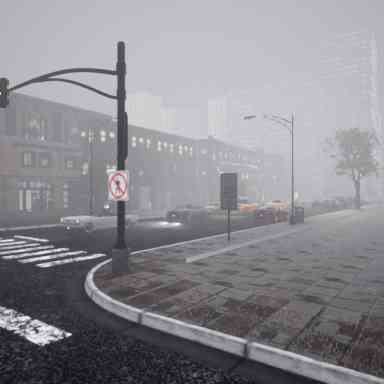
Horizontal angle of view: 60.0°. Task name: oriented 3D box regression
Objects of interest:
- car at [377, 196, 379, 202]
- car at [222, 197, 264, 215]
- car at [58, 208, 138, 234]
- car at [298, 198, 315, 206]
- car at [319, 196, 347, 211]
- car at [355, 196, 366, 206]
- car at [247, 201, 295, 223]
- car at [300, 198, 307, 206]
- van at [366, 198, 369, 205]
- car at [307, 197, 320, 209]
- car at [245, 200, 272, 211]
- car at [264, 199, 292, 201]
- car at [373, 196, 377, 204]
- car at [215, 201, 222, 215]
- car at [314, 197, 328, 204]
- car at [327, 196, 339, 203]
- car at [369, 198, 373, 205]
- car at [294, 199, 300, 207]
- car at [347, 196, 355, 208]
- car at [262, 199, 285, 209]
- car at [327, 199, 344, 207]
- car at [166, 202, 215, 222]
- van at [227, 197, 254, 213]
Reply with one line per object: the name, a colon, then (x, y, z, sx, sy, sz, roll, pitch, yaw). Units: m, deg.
car: (41.431, 2.037, 76.801, 1.802, 1.307, 4.206, 0, -1, 35)
car: (5.539, 1.507, 35.783, 2.097, 1.767, 4.553, 0, 0, 35)
car: (-5.525, 1.668, 20.063, 1.895, 1.301, 4.718, 0, 0, 35)
car: (21.864, 1.876, 63.538, 2.008, 1.369, 4.403, 0, -1, 35)
car: (19.187, 1.676, 45.157, 1.967, 1.590, 4.097, 0, -1, 35)
car: (28.720, 1.642, 58.721, 2.192, 1.841, 5.009, 0, -1, 35)
car: (6.519, 1.670, 27.044, 1.887, 1.381, 4.507, 0, 0, 35)
car: (18.686, 1.846, 59.016, 2.008, 1.369, 4.403, 0, -1, 35)
van: (31.898, 1.699, 63.241, 1.690, 1.788, 3.998, 0, -1, 35)
car: (19.336, 1.749, 49.864, 2.128, 1.511, 4.902, 0, 0, 35)
car: (9.153, 1.756, 45.454, 2.008, 1.369, 4.403, 0, 0, 35)
car: (11.412, 1.684, 44.082, 1.882, 1.535, 5.008, 0, 0, 36)
car: (38.352, 1.948, 72.420, 1.752, 1.417, 4.829, 0, -1, 35)
car: (2.699, 1.674, 36.273, 1.752, 1.417, 4.829, 0, 0, 35)
car: (28.219, 1.828, 72.579, 1.967, 1.590, 4.097, 0, -1, 35)
car: (34.575, 1.893, 81.621, 1.967, 1.590, 4.097, 0, -1, 35)
car: (35.076, 1.971, 67.759, 1.802, 1.307, 4.206, 0, -1, 35)
car: (15.508, 1.815, 54.496, 2.008, 1.369, 4.403, 0, -1, 35)
car: (22.364, 1.581, 49.679, 2.192, 1.841, 5.009, 0, -1, 35)
car: (12.233, 1.759, 49.836, 1.752, 1.417, 4.829, 0, -1, 35)
car: (25.127, 1.913, 58.102, 1.895, 1.301, 4.718, 0, 0, 35)
car: (-0.272, 1.672, 27.521, 1.994, 1.385, 4.181, 0, 0, 36)
van: (5.975, 1.518, 40.934, 1.690, 1.788, 3.998, 0, 0, 35)
